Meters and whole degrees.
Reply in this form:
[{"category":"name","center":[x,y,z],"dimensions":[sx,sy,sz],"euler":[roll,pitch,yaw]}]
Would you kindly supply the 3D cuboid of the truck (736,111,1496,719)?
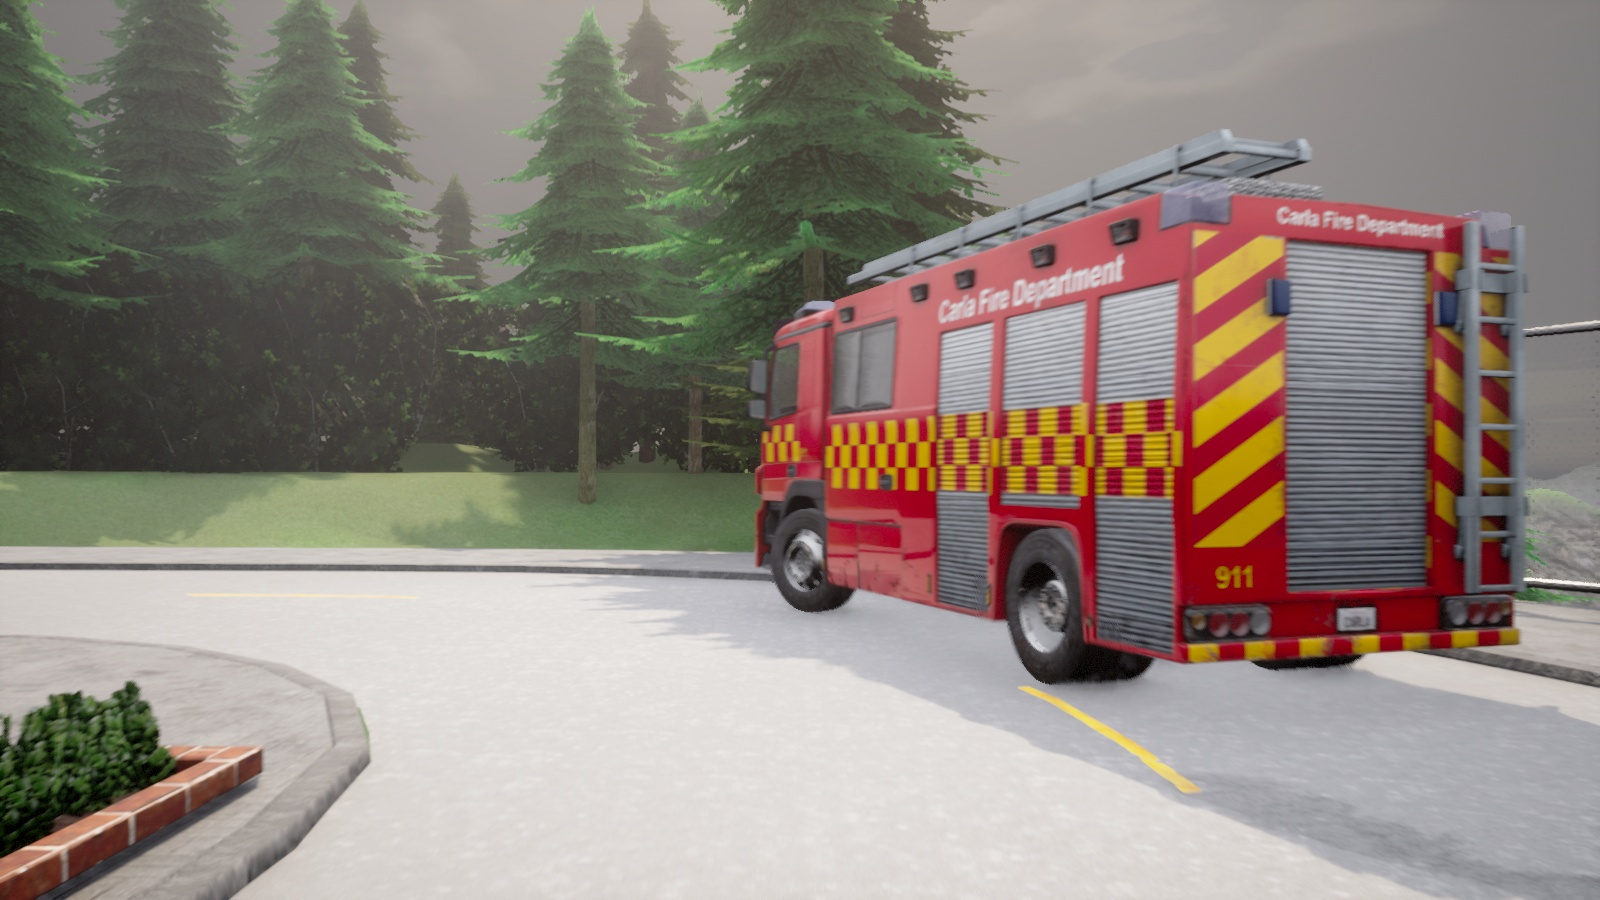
[{"category":"truck","center":[2.062,-0.150,12.362],"dimensions":[2.891,3.827,8.468],"euler":[0,-1,-21]}]
